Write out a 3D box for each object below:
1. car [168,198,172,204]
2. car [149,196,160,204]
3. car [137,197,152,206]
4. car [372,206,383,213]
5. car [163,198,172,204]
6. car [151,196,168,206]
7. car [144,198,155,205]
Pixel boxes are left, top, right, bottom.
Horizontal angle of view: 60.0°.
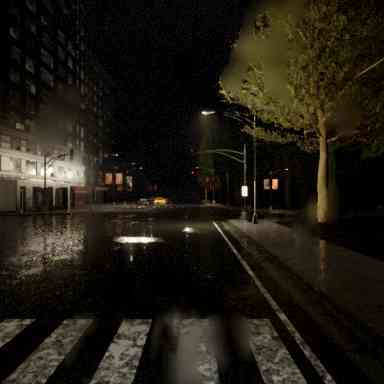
[{"bbox_3d":[-6.327,2.127,75.976,2.033,1.411,5.357,0,-1,0],"label":"car"},{"bbox_3d":[-9.553,1.961,85.923,2.150,2.045,5.566,0,-1,0],"label":"car"},{"bbox_3d":[-9.601,2.008,65.649,1.994,1.385,4.181,0,-1,0],"label":"car"},{"bbox_3d":[41.779,3.912,74.422,4.892,1.490,1.837,4,-3,-45],"label":"car"},{"bbox_3d":[-6.303,2.264,86.178,1.812,1.442,4.674,0,-1,0],"label":"car"},{"bbox_3d":[-6.350,1.926,65.976,1.882,1.535,5.008,0,-1,0],"label":"car"},{"bbox_3d":[-9.578,2.132,75.517,1.994,1.385,4.181,0,-1,0],"label":"car"}]
